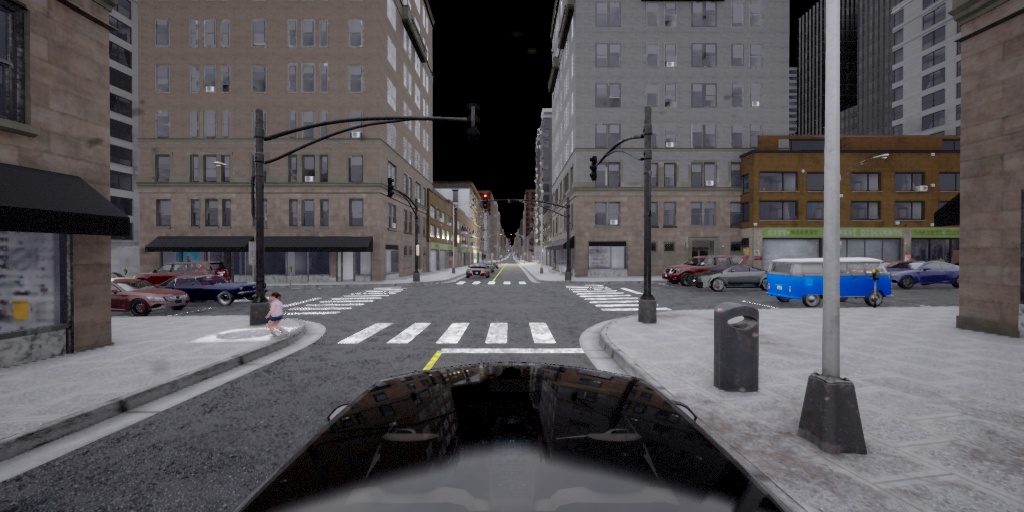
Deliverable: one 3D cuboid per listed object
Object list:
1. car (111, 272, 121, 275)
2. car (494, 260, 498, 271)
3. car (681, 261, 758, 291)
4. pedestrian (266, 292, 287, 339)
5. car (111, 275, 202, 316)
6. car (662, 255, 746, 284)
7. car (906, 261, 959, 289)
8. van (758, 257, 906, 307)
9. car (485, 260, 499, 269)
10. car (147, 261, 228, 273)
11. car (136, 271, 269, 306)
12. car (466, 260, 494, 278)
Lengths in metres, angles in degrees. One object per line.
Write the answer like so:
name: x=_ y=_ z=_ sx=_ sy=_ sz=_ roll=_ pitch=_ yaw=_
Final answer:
car: x=-26.026 y=1.551 z=22.192 sx=4.829 sy=1.417 sz=1.751 roll=0 pitch=0 yaw=0
car: x=-3.105 y=1.256 z=43.836 sx=2.128 sy=1.511 sz=4.902 roll=0 pitch=0 yaw=0
car: x=11.956 y=1.141 z=19.632 sx=4.181 sy=1.385 sz=1.994 roll=-1 pitch=0 yaw=0
pedestrian: x=-5.232 y=1.271 z=8.041 sx=0.500 sy=1.100 sz=0.500 roll=0 pitch=0 yaw=0
car: x=-14.822 y=1.528 z=13.697 sx=4.207 sy=1.307 sz=1.802 roll=0 pitch=0 yaw=0
car: x=12.090 y=0.872 z=22.298 sx=5.009 sy=1.841 sz=2.192 roll=0 pitch=0 yaw=0
car: x=22.264 y=0.976 z=19.669 sx=4.674 sy=1.442 sz=1.812 roll=-1 pitch=0 yaw=0
van: x=12.114 y=0.957 z=13.772 sx=3.998 sy=1.789 sz=1.690 roll=0 pitch=0 yaw=0
car: x=-3.089 y=1.307 z=56.029 sx=1.812 sy=1.442 sz=4.674 roll=0 pitch=0 yaw=0
car: x=-20.351 y=1.271 z=22.207 sx=5.009 sy=1.841 sz=2.192 roll=0 pitch=0 yaw=0
car: x=-13.959 y=1.517 z=16.362 sx=4.718 sy=1.301 sz=1.895 roll=-1 pitch=0 yaw=0
car: x=-3.096 y=1.319 z=33.643 sx=1.994 sy=1.385 sz=4.181 roll=0 pitch=0 yaw=1
